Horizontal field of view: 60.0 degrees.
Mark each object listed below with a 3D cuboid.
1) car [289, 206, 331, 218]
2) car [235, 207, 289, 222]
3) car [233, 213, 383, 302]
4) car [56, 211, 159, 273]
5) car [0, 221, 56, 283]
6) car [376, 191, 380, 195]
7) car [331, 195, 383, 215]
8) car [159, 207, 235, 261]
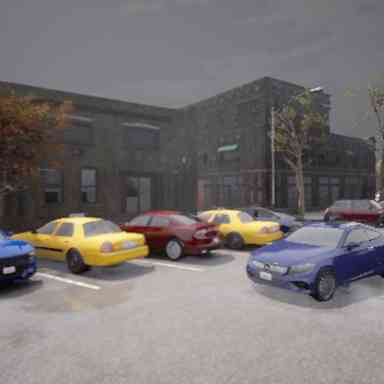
[{"bbox_3d":[3.605,1.439,15.614,4.792,1.488,2.163,-1,-1,35],"label":"car"},{"bbox_3d":[1.010,1.429,14.007,5.366,1.575,1.946,-1,0,35],"label":"car"},{"bbox_3d":[3.435,1.477,8.284,4.674,1.442,1.812,0,0,-35],"label":"car"},{"bbox_3d":[-3.813,1.468,10.579,5.366,1.575,1.946,-1,0,35],"label":"car"},{"bbox_3d":[-6.073,1.487,8.760,5.008,1.535,2.097,-1,-1,35],"label":"car"},{"bbox_3d":[31.900,0.848,54.996,2.435,2.045,5.566,0,1,36],"label":"car"},{"bbox_3d":[10.787,1.226,20.786,4.553,1.767,2.185,-1,-1,35],"label":"car"},{"bbox_3d":[-1.242,1.448,12.198,5.008,1.535,2.097,-1,0,34],"label":"car"}]
